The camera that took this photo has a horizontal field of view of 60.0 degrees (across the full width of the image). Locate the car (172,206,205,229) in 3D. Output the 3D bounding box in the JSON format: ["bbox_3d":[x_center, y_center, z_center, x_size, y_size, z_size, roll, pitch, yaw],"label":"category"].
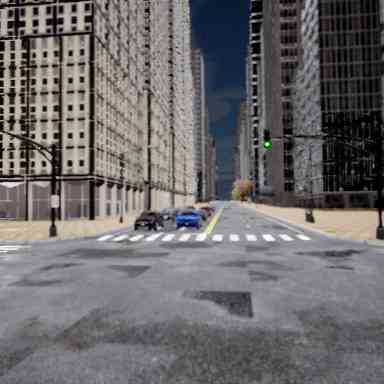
[{"bbox_3d":[-0.194,2.279,28.428,1.882,1.535,5.008,-1,-2,5],"label":"car"}]

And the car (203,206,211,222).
[{"bbox_3d":[0.773,2.637,37.712,1.895,1.301,4.718,-1,-2,6],"label":"car"}]

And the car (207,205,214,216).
[{"bbox_3d":[1.838,2.822,48.001,1.812,1.442,4.674,-1,-2,6],"label":"car"}]

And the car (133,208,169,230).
[{"bbox_3d":[-3.507,2.334,27.902,1.837,1.490,4.892,-1,-2,6],"label":"car"}]

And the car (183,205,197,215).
[{"bbox_3d":[-0.340,3.119,58.260,1.812,1.442,4.674,-1,-1,7],"label":"car"}]

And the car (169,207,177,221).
[{"bbox_3d":[-2.570,2.552,37.000,2.128,1.511,4.902,-1,-2,6],"label":"car"}]

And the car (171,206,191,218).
[{"bbox_3d":[-1.502,2.813,47.348,2.128,1.511,4.902,-1,-1,6],"label":"car"}]
